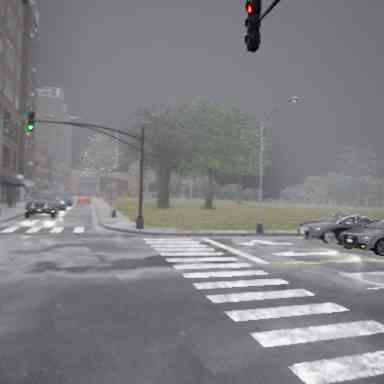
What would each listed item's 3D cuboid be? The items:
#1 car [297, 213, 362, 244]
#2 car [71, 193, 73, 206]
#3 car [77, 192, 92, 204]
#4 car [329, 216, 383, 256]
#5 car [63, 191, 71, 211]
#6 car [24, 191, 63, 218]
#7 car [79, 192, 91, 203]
[{"bbox_3d":[8.098,1.921,18.043,4.902,1.511,2.128,2,-1,-17],"label":"car"},{"bbox_3d":[-17.940,0.924,46.714,2.150,2.045,5.566,2,0,-17],"label":"car"},{"bbox_3d":[-18.188,1.122,56.101,2.097,1.767,4.553,2,-1,-17],"label":"car"},{"bbox_3d":[8.640,1.964,14.798,4.181,1.385,1.994,2,-1,-17],"label":"car"},{"bbox_3d":[-14.902,1.078,36.571,2.097,1.767,4.553,2,0,-16],"label":"car"},{"bbox_3d":[-12.122,0.973,27.175,2.150,2.045,5.566,2,0,-18],"label":"car"},{"bbox_3d":[-21.175,0.982,65.936,2.150,2.045,5.566,2,-1,-17],"label":"car"}]
